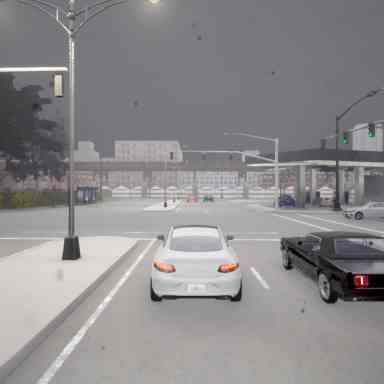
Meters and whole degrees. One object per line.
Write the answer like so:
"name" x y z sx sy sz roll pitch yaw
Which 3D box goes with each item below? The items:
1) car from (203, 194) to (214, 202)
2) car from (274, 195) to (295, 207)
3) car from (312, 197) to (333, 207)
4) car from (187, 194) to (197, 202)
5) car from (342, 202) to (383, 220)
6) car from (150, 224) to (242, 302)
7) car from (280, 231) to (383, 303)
"car" 3.528 1.257 72.331 2.097 1.767 4.553 0 0 0
"car" 13.230 1.262 47.682 2.242 1.667 4.611 0 0 0
"car" 18.975 1.434 48.443 1.970 1.475 3.806 0 0 0
"car" 0.028 1.250 72.332 2.097 1.767 4.553 0 0 0
"car" 14.899 1.523 27.498 4.674 1.442 1.812 0 0 -1
"car" 0.085 1.517 8.145 1.812 1.442 4.674 0 0 0
"car" 3.591 1.599 8.128 1.895 1.301 4.718 0 0 0
